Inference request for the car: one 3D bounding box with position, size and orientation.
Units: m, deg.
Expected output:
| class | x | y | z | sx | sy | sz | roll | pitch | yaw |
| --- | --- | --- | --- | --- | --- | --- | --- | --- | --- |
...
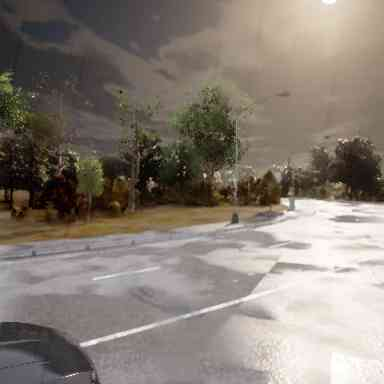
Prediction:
| class | x | y | z | sx | sy | sz | roll | pitch | yaw |
| --- | --- | --- | --- | --- | --- | --- | --- | --- | --- |
| car | -2.950 | 1.509 | 1.752 | 4.892 | 1.490 | 1.837 | 0 | 0 | -35 |
